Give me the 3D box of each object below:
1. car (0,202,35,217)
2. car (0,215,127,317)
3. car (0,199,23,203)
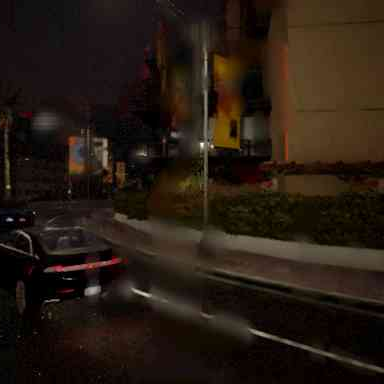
[{"bbox_3d":[-10.943,1.596,20.683,2.033,1.411,5.357,0,0,-21],"label":"car"},{"bbox_3d":[-3.318,1.513,7.636,2.128,1.511,4.902,0,0,-41],"label":"car"},{"bbox_3d":[-22.674,1.642,42.010,2.033,1.411,5.357,0,0,-2],"label":"car"}]
